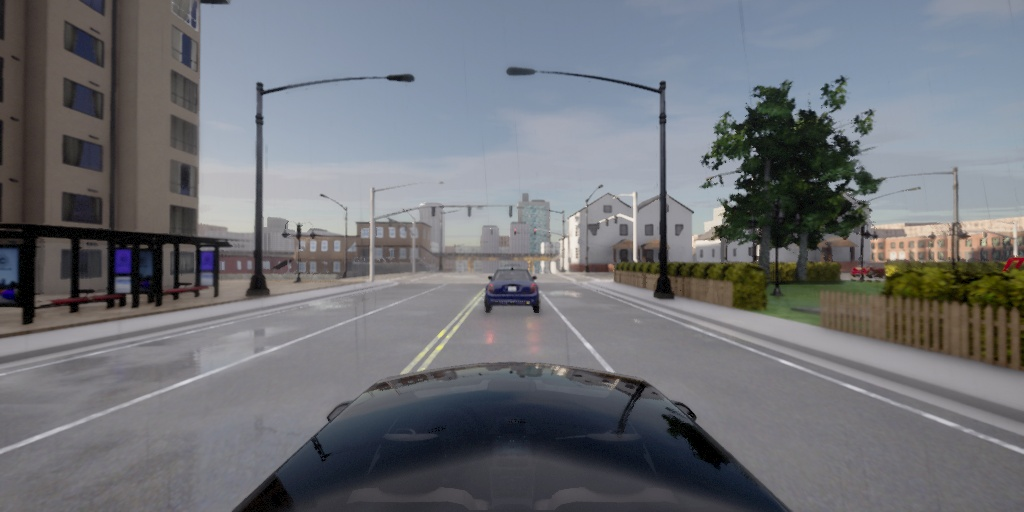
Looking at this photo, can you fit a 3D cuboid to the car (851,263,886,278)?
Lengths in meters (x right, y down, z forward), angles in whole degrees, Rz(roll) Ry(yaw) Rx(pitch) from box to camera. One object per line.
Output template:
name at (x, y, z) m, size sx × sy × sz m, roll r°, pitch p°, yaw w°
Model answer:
car at (41.125, 1.522, 40.351) m, size 4.553 × 1.767 × 2.097 m, roll 0°, pitch -1°, yaw -1°

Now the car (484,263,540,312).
car at (0.024, 1.248, 15.261) m, size 2.097 × 1.767 × 4.553 m, roll 0°, pitch -1°, yaw 0°
